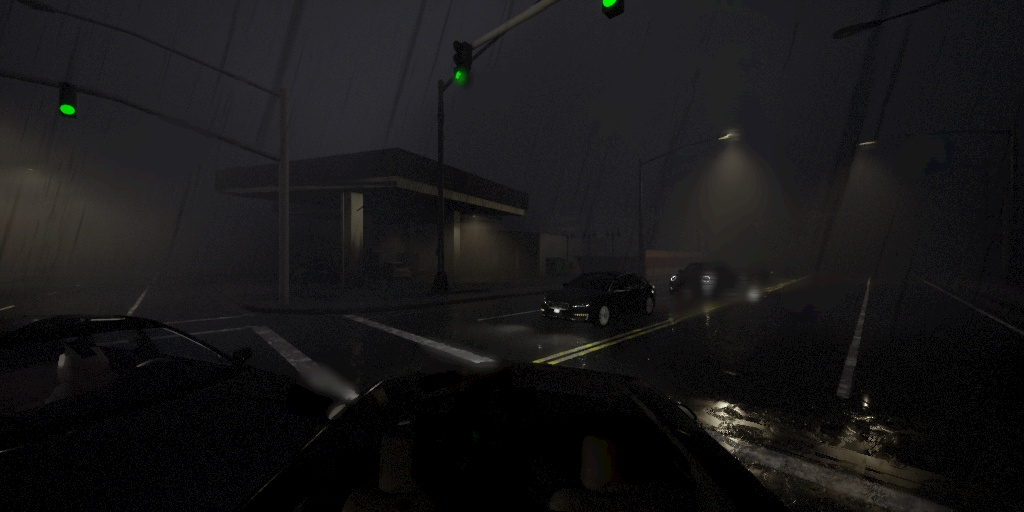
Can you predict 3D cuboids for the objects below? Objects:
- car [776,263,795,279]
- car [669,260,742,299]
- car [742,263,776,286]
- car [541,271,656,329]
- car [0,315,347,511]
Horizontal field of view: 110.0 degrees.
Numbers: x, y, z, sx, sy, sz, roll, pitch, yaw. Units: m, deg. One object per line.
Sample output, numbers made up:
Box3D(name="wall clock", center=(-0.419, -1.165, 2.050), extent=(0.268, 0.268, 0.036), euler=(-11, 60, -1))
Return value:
Box3D(name="car", center=(23.965, 1.314, 32.253), extent=(4.181, 1.385, 1.994), euler=(0, 0, -44))
Box3D(name="car", center=(9.825, 1.102, 18.370), extent=(4.553, 1.767, 2.097), euler=(0, 0, -45))
Box3D(name="car", center=(16.792, 1.314, 25.241), extent=(1.994, 1.385, 4.181), euler=(0, 0, 44))
Box3D(name="car", center=(2.947, 1.255, 11.564), extent=(4.892, 1.490, 1.837), euler=(0, 0, -45))
Box3D(name="car", center=(-3.406, 1.242, 2.582), extent=(4.902, 1.511, 2.128), euler=(0, 0, 15))
